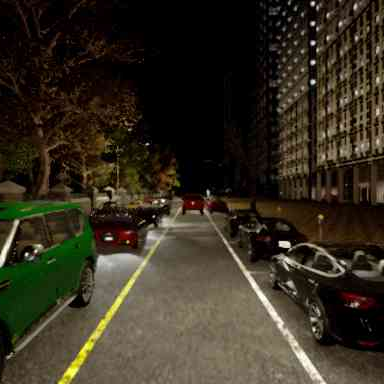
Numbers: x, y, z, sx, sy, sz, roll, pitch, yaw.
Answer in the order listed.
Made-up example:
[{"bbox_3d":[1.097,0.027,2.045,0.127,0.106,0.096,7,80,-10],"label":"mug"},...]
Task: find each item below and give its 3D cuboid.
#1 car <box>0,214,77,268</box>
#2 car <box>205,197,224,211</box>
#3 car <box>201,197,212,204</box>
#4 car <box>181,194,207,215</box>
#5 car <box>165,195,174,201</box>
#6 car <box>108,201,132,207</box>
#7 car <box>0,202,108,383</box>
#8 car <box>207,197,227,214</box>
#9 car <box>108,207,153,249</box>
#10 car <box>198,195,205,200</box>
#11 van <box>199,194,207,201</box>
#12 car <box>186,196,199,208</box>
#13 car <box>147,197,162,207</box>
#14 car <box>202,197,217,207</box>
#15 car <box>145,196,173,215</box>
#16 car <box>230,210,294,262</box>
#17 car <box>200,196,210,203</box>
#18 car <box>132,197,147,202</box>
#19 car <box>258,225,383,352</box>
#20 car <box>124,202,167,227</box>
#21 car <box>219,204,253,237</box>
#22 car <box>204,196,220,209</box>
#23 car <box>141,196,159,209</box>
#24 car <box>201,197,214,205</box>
[{"bbox_3d":[-5.693,1.566,11.788,1.802,1.307,4.206,0,0,0],"label":"car"},{"bbox_3d":[2.683,1.398,39.952,1.967,1.590,4.097,0,0,0],"label":"car"},{"bbox_3d":[2.679,1.530,62.481,1.802,1.307,4.206,0,0,0],"label":"car"},{"bbox_3d":[0.090,1.185,34.206,2.150,2.045,5.566,0,0,0],"label":"car"},{"bbox_3d":[-5.706,1.477,84.839,1.752,1.417,4.829,0,0,0],"label":"car"},{"bbox_3d":[-5.694,1.411,23.053,1.967,1.590,4.097,0,0,0],"label":"car"},{"bbox_3d":[-3.093,1.215,4.978,2.150,2.045,5.566,0,0,0],"label":"car"},{"bbox_3d":[2.684,1.506,34.320,1.887,1.381,4.507,0,0,0],"label":"car"},{"bbox_3d":[-3.058,1.545,14.355,1.994,1.385,4.181,0,0,1],"label":"car"},{"bbox_3d":[2.673,1.537,90.641,1.802,1.307,4.206,0,0,0],"label":"car"},{"bbox_3d":[2.676,1.290,79.378,1.690,1.788,3.998,0,0,0],"label":"van"},{"bbox_3d":[0.084,1.431,49.066,1.882,1.535,5.008,0,0,0],"label":"car"},{"bbox_3d":[-5.700,1.497,51.214,1.887,1.381,4.507,0,0,0],"label":"car"},{"bbox_3d":[2.680,1.503,51.216,2.008,1.369,4.403,0,0,0],"label":"car"},{"bbox_3d":[-3.008,1.454,32.742,2.128,1.511,4.902,0,0,0],"label":"car"},{"bbox_3d":[2.688,1.550,11.790,1.947,1.339,4.313,0,0,0],"label":"car"},{"bbox_3d":[2.678,1.530,68.113,1.802,1.307,4.206,0,0,0],"label":"car"},{"bbox_3d":[-5.696,1.487,34.149,1.752,1.417,4.829,0,0,0],"label":"car"},{"bbox_3d":[2.689,1.557,6.157,1.947,1.339,4.313,0,0,0],"label":"car"},{"bbox_3d":[-3.031,1.573,22.517,1.895,1.301,4.718,0,0,1],"label":"car"},{"bbox_3d":[2.687,1.543,17.422,1.947,1.339,4.313,0,0,0],"label":"car"},{"bbox_3d":[2.682,1.395,45.583,1.967,1.590,4.097,0,0,0],"label":"car"},{"bbox_3d":[-5.698,1.395,45.582,1.967,1.590,4.097,0,0,0],"label":"car"},{"bbox_3d":[2.680,1.501,56.848,2.008,1.369,4.403,0,0,0],"label":"car"}]
